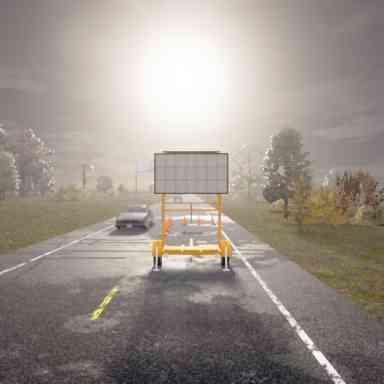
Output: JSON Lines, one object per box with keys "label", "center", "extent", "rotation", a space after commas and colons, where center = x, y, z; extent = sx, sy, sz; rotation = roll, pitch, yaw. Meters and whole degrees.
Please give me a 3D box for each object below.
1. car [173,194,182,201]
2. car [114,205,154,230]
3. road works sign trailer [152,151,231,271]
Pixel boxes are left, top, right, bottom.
{"label": "car", "center": [-3.650, 1.290, 85.906], "extent": [2.150, 2.045, 5.566], "rotation": [0, 0, 0]}
{"label": "car", "center": [-3.537, 1.551, 21.447], "extent": [2.033, 1.411, 5.357], "rotation": [0, 0, 0]}
{"label": "road works sign trailer", "center": [-0.019, 0.465, 10.890], "extent": [2.380, 3.560, 2.880], "rotation": [0, 0, 0]}
